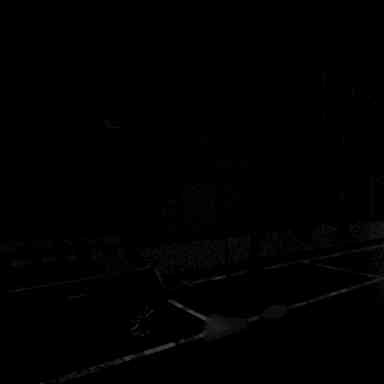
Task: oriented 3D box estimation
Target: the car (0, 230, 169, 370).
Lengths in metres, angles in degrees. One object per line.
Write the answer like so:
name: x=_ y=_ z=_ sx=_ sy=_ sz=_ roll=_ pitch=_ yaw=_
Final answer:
car: x=-2.455 y=1.439 z=4.784 sx=4.097 sy=1.590 sz=1.967 roll=0 pitch=0 yaw=-35
